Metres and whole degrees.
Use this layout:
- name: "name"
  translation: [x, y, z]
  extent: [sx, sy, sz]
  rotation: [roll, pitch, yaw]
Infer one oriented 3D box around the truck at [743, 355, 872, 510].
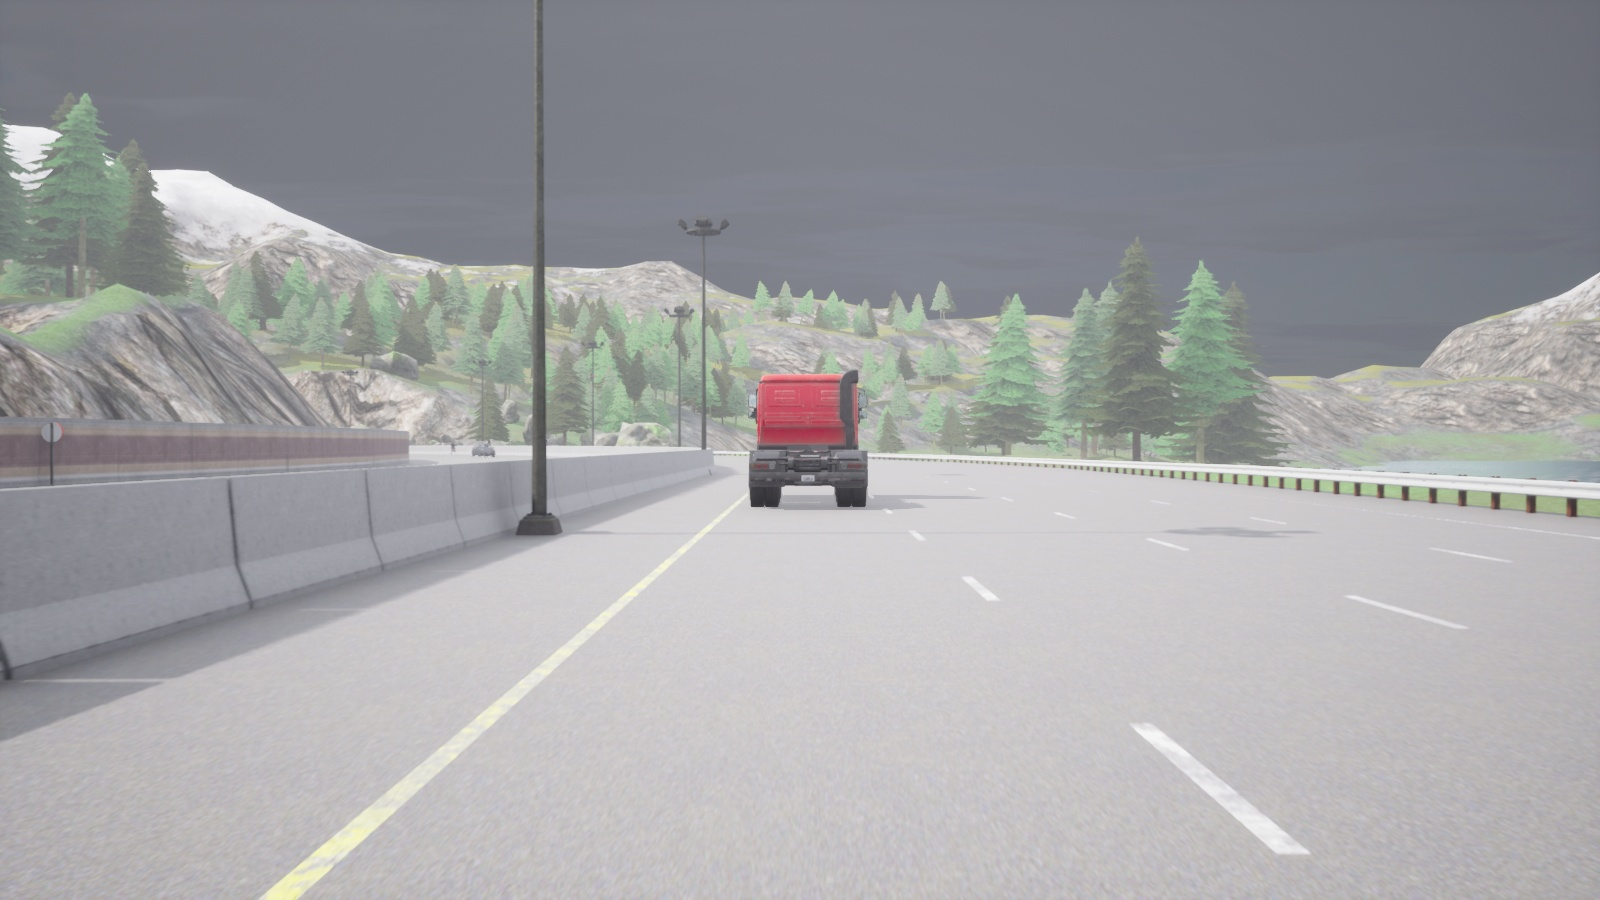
- name: "truck"
  translation: [0.200, -0.416, 32.160]
  extent: [2.891, 3.462, 7.936]
  rotation: [0, 0, 0]
